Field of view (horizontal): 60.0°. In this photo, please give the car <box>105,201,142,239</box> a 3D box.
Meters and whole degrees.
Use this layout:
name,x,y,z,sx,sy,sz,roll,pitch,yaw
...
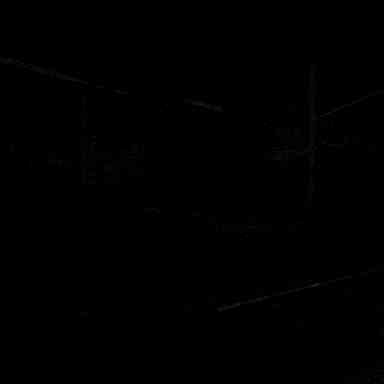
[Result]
name,x,y,z,sx,sy,sz,roll,pitch,yaw
car,-4.353,1.448,18.338,1.905,1.878,3.866,1,0,-36

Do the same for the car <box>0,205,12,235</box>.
name,x,y,z,sx,sy,sz,roll,pitch,yaw
car,-11.482,1.523,18.600,2.242,1.667,4.611,1,0,-36
